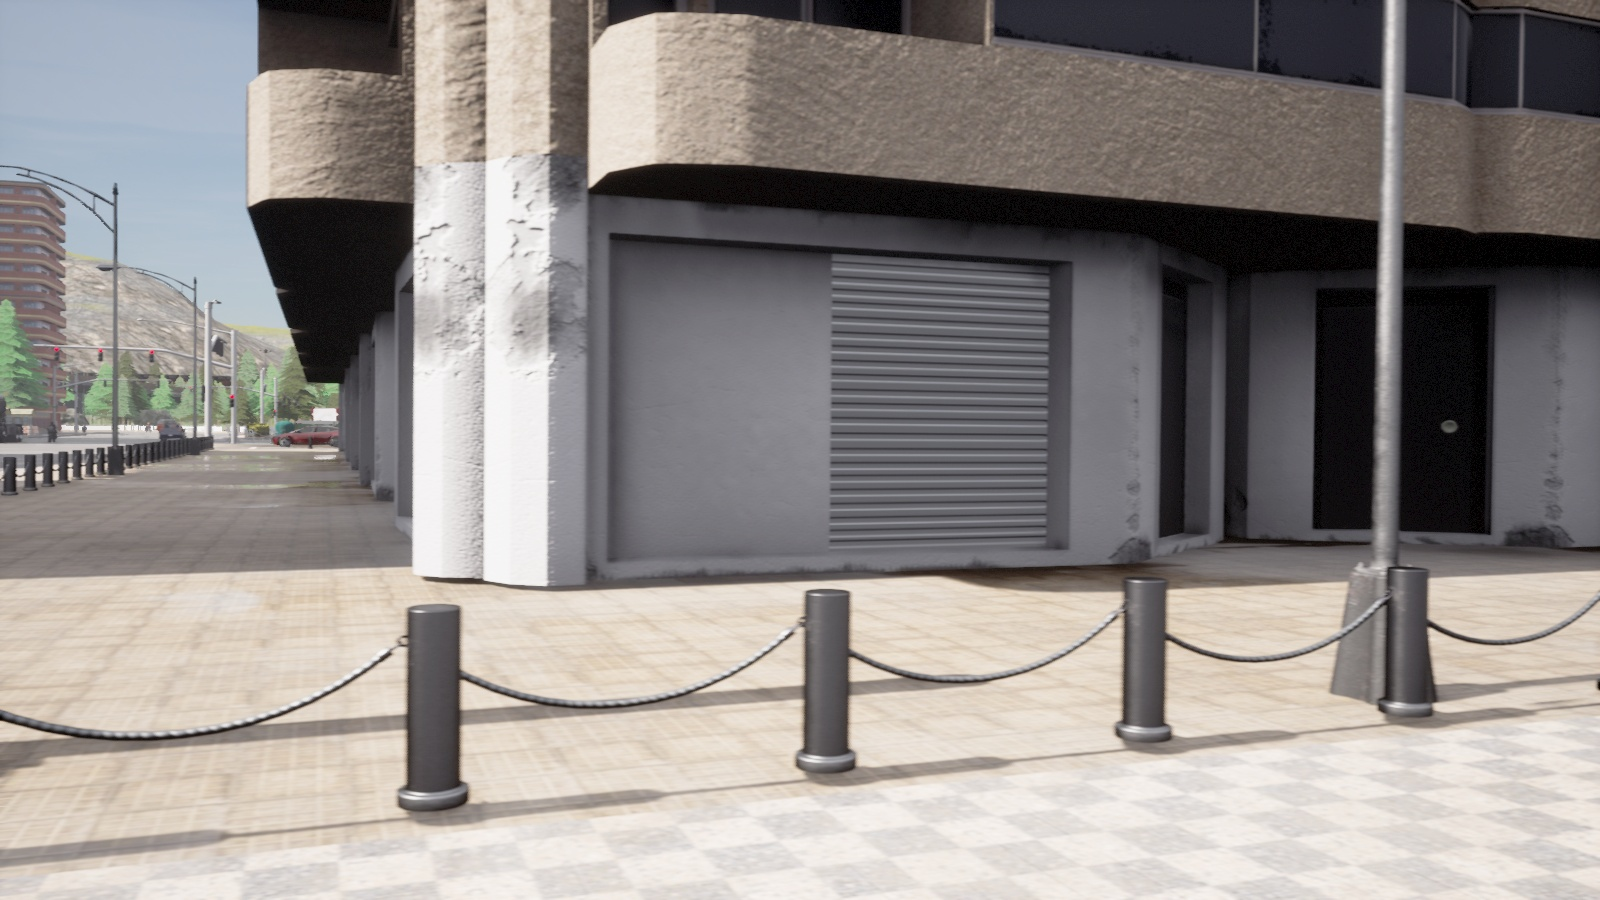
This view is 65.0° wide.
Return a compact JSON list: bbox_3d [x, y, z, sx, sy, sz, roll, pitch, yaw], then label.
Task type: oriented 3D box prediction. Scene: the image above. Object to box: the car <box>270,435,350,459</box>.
[{"bbox_3d":[-32.097,-0.196,82.391,4.792,1.488,2.163,-1,1,-21],"label":"car"}]
